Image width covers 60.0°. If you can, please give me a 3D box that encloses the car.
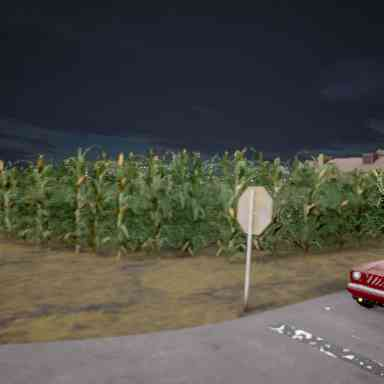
[{"bbox_3d":[5.272,1.719,6.885,4.718,1.301,1.895,2,0,-34],"label":"car"}]
